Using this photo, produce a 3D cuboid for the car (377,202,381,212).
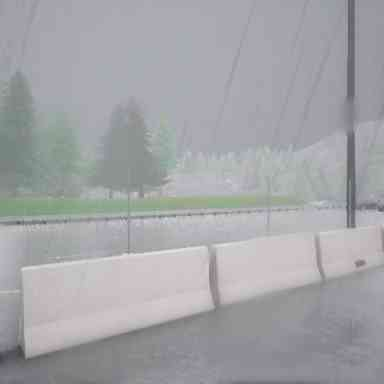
[{"bbox_3d":[22.689,1.587,37.248,4.181,1.385,1.994,0,0,-35],"label":"car"}]
